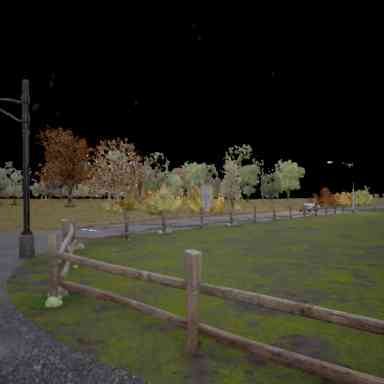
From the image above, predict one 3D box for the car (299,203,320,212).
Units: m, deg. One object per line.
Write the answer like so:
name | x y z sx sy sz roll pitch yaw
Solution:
car | 18.795 2.447 53.016 2.033 1.411 5.357 -1 -2 40
